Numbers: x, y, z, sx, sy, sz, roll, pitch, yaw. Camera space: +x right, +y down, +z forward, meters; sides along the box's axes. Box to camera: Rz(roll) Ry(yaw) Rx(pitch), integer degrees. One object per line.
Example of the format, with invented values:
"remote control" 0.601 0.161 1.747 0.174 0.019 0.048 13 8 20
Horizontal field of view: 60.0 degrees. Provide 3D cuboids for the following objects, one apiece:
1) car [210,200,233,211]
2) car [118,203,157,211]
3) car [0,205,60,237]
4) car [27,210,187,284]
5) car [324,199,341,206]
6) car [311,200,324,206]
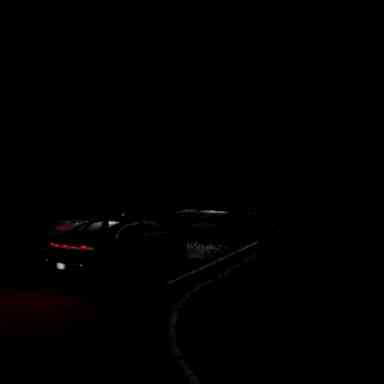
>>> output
"car" 4.251 1.884 46.964 2.033 1.411 5.357 0 -1 26
"car" -4.595 1.644 28.151 1.994 1.385 4.181 0 0 26
"car" -9.481 1.468 18.122 2.128 1.511 4.902 0 0 27
"car" -1.878 1.499 9.754 2.128 1.511 4.902 0 0 27
"car" 34.023 2.696 80.464 1.895 1.301 4.718 0 -1 35
"car" 30.999 2.606 82.248 1.812 1.442 4.674 0 -1 35
